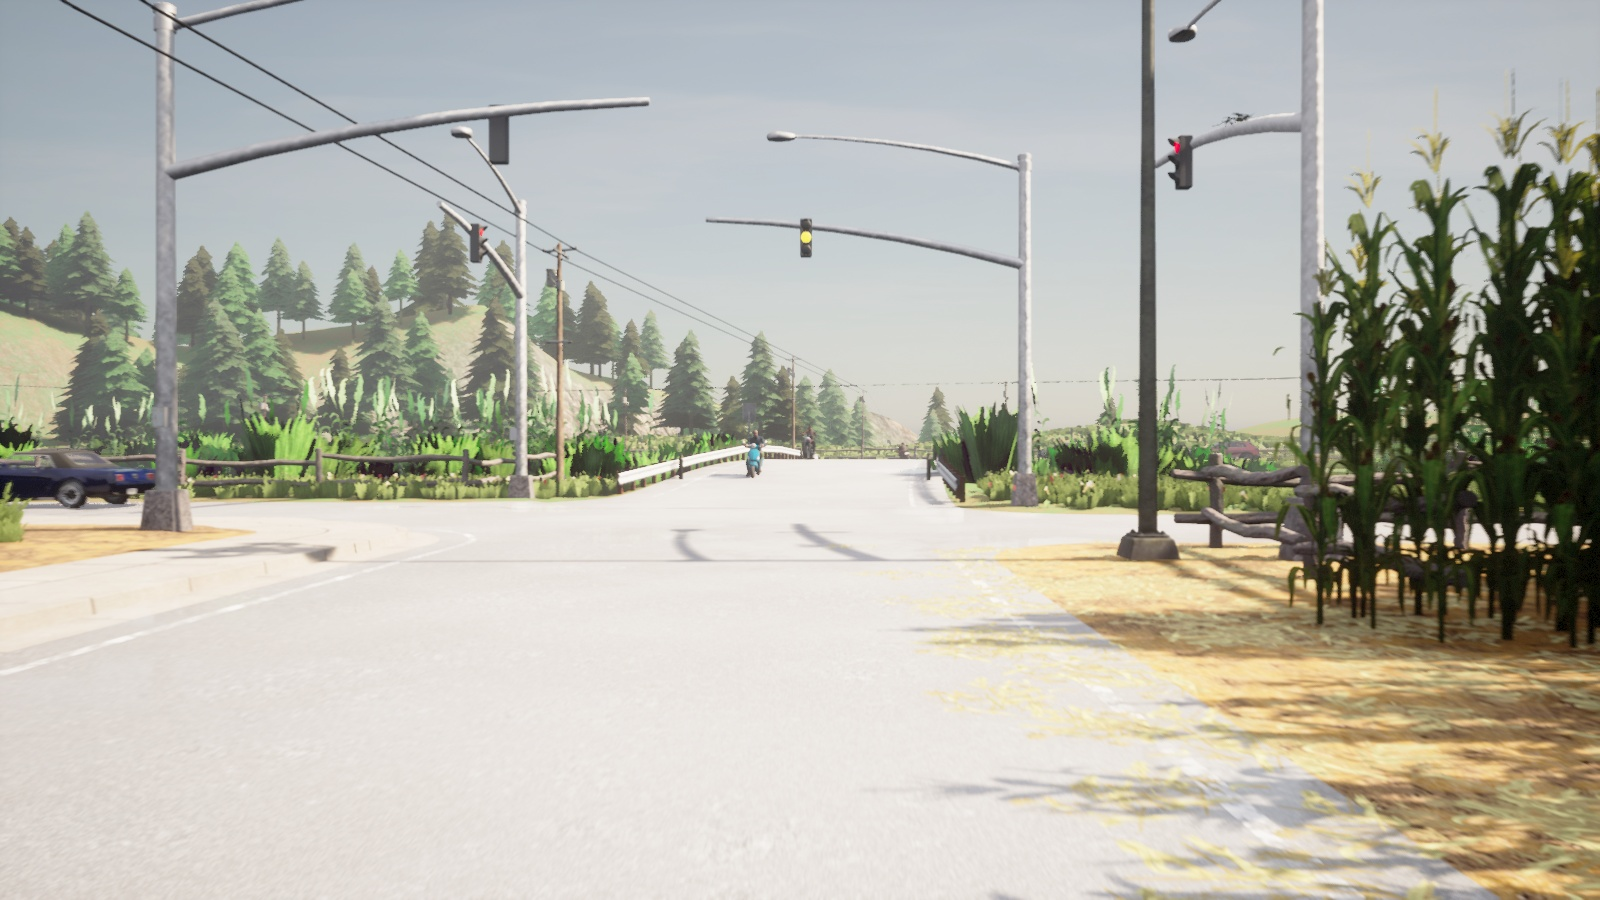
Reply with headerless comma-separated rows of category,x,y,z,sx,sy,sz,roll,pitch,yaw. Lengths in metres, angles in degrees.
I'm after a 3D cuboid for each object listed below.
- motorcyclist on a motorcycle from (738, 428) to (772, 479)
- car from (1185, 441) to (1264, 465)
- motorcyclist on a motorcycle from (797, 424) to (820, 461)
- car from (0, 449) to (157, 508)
motorcyclist on a motorcycle,-1.488,0.104,42.009,0.866,1.590,1.817,0,3,6
car,29.541,0.207,87.531,4.856,1.649,2.033,0,0,6
motorcyclist on a motorcycle,0.400,-0.346,57.090,0.766,1.649,2.350,0,0,8
car,-17.621,0.635,28.901,4.718,1.301,1.895,0,0,3
